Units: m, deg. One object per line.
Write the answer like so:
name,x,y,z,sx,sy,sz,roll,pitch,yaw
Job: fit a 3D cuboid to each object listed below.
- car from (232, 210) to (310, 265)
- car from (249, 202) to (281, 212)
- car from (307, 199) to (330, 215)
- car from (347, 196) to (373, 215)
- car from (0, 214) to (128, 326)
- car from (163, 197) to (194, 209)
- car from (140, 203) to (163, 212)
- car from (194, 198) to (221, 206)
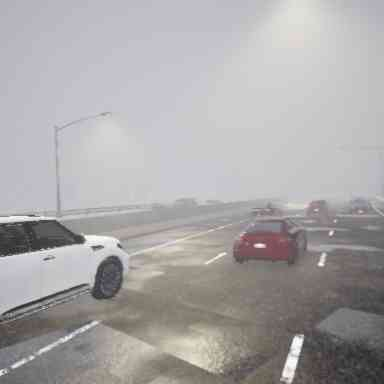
car,2.885,1.582,11.882,1.994,1.385,4.181,-3,-1,25
car,6.003,1.559,26.955,2.128,1.511,4.902,-3,-1,25
car,11.931,1.408,31.345,1.812,1.442,4.674,-3,-1,25
car,15.054,1.342,29.840,1.895,1.301,4.718,-3,-1,26
car,-3.524,1.431,6.285,2.150,2.045,5.566,-3,-1,24
car,-1.166,1.788,45.008,2.150,2.045,5.566,-3,-1,26
car,-5.087,2.210,44.883,2.128,1.511,4.902,-3,-1,25
car,2.504,1.767,44.551,2.097,1.767,4.553,-3,-1,26
